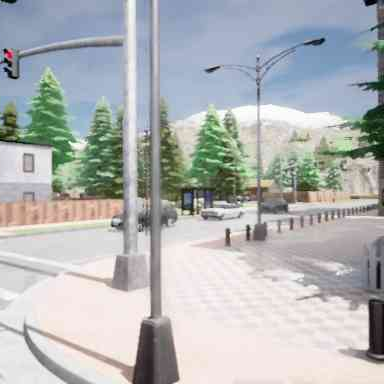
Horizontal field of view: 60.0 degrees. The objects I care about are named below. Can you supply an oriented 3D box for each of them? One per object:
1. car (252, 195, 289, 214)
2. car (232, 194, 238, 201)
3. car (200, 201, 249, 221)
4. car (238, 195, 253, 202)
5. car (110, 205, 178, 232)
[{"bbox_3d":[8.905,1.427,36.514,2.097,1.767,4.553,0,0,38],"label":"car"},{"bbox_3d":[11.052,1.386,78.904,1.905,1.878,3.866,0,0,36],"label":"car"},{"bbox_3d":[2.711,1.678,28.407,1.895,1.301,4.718,0,0,37],"label":"car"},{"bbox_3d":[13.316,1.367,77.743,1.932,1.855,4.605,0,0,36],"label":"car"},{"bbox_3d":[-2.913,1.570,21.020,2.128,1.511,4.902,0,0,37],"label":"car"}]
